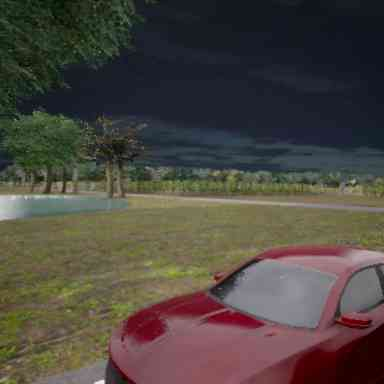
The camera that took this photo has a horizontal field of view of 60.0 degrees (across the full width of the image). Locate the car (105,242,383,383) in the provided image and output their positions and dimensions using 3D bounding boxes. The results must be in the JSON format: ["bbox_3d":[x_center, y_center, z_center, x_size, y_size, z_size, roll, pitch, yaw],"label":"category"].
[{"bbox_3d":[1.454,1.462,4.105,5.008,1.535,1.882,0,0,-35],"label":"car"}]
